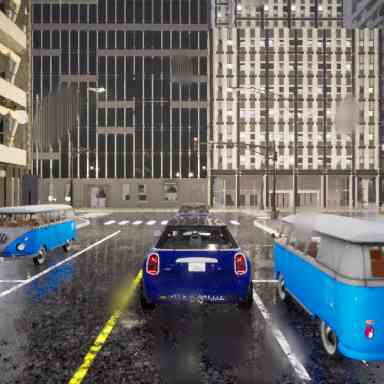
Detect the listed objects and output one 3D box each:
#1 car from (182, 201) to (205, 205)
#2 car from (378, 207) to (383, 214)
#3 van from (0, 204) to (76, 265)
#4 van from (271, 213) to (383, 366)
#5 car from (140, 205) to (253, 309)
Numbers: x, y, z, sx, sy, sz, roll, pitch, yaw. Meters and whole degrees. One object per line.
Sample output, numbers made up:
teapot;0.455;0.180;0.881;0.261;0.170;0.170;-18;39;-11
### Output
car;0.085;1.359;18.057;2.097;1.767;4.553;0;0;0
car;18.980;1.490;29.080;4.829;1.417;1.752;0;0;0
van;-5.335;1.345;11.325;1.690;1.788;3.998;0;0;0
van;2.558;1.343;5.658;1.690;1.788;3.998;0;0;0
car;0.083;1.354;8.031;2.097;1.767;4.553;0;0;0
